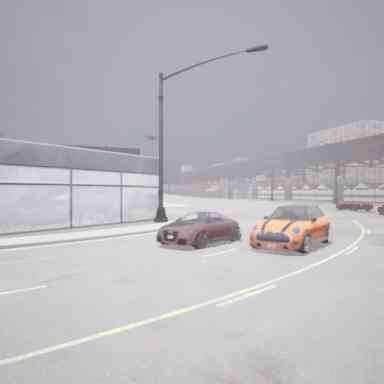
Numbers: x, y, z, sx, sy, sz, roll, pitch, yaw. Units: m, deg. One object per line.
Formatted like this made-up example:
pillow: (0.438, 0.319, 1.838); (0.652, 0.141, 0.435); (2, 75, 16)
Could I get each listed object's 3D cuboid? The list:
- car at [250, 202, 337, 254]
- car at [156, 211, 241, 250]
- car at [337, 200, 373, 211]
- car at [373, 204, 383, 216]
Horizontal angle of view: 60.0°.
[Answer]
car: (4.171, 1.351, 13.691); (2.097, 1.767, 4.553); (0, 0, 37)
car: (0.408, 1.564, 14.546); (1.994, 1.385, 4.181); (0, 0, 39)
car: (19.244, 1.600, 39.657); (1.895, 1.301, 4.718); (0, 0, -9)
car: (18.551, 1.525, 30.046); (1.812, 1.442, 4.674); (0, 0, 7)
